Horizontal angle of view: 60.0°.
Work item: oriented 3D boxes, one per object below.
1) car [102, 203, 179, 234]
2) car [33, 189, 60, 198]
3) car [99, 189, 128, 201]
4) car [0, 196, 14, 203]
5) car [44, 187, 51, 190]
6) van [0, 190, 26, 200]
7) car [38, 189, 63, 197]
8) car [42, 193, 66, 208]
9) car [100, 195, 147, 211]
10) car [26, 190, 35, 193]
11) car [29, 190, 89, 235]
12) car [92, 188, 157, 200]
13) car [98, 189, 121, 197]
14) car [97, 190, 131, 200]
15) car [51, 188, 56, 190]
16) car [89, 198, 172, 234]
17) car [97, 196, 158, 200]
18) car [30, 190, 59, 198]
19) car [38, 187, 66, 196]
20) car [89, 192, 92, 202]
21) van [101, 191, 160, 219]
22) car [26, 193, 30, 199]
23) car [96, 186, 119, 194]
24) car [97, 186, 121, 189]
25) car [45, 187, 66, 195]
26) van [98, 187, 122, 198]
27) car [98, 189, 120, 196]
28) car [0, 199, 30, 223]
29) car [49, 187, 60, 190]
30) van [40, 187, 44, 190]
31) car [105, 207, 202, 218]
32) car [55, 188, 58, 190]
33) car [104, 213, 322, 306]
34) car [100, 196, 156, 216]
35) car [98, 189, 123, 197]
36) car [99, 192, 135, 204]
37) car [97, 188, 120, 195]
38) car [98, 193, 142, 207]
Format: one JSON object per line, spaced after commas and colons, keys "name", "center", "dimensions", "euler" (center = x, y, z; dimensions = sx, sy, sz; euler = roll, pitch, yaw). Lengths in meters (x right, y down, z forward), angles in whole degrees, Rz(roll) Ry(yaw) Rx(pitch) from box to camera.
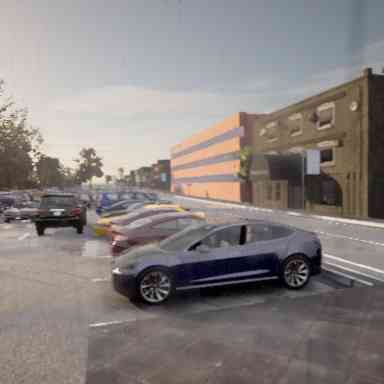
{"name": "car", "center": [-0.953, 1.332, 13.003], "dimensions": [4.674, 1.452, 2.002], "euler": [-1, 1, -16]}
{"name": "car", "center": [-30.170, 0.305, 69.218], "dimensions": [4.892, 1.521, 2.231], "euler": [-1, 2, -16]}
{"name": "car", "center": [-12.687, 0.443, 53.743], "dimensions": [4.553, 1.767, 2.185], "euler": [-1, 2, -16]}
{"name": "car", "center": [-18.443, 1.372, 28.393], "dimensions": [5.008, 1.535, 2.097], "euler": [-1, 1, -16]}
{"name": "car", "center": [-25.492, 0.622, 52.808], "dimensions": [4.553, 1.767, 2.185], "euler": [-1, 2, -16]}
{"name": "van", "center": [-19.930, 1.028, 33.973], "dimensions": [4.442, 1.987, 1.878], "euler": [-1, 2, -16]}
{"name": "car", "center": [-31.743, 0.157, 74.639], "dimensions": [4.892, 1.521, 2.231], "euler": [-1, 2, -16]}
{"name": "car", "center": [-16.956, 0.966, 40.974], "dimensions": [2.128, 1.511, 4.902], "euler": [-1, 2, -16]}
{"name": "car", "center": [-7.193, 1.116, 34.743], "dimensions": [4.674, 1.452, 2.002], "euler": [-1, 2, -16]}
{"name": "car", "center": [-21.536, 0.986, 39.260], "dimensions": [4.553, 1.767, 2.185], "euler": [-1, 2, -16]}
{"name": "car", "center": [-6.995, 1.066, 18.138], "dimensions": [2.150, 2.045, 5.566], "euler": [-1, 1, -15]}
{"name": "car", "center": [-4.046, 0.946, 23.872], "dimensions": [5.566, 2.045, 2.435], "euler": [-1, 1, -16]}
{"name": "car", "center": [-17.339, 0.169, 70.045], "dimensions": [4.674, 1.452, 2.002], "euler": [-1, 2, -16]}
{"name": "car", "center": [-13.257, 0.488, 56.521], "dimensions": [5.366, 1.575, 1.946], "euler": [-1, 2, -16]}
{"name": "car", "center": [-27.025, 0.600, 58.244], "dimensions": [5.008, 1.535, 2.097], "euler": [-1, 2, -16]}
{"name": "car", "center": [-1.909, 1.269, 15.668], "dimensions": [5.366, 1.575, 1.946], "euler": [-1, 1, -16]}
{"name": "car", "center": [-3.294, 1.221, 21.149], "dimensions": [5.008, 1.535, 2.097], "euler": [-1, 1, -16]}
{"name": "car", "center": [-29.389, 0.377, 66.505], "dimensions": [5.008, 1.535, 2.097], "euler": [-1, 2, -16]}
{"name": "car", "center": [-32.459, -0.169, 77.235], "dimensions": [5.566, 2.045, 2.435], "euler": [-1, 2, -16]}
{"name": "car", "center": [-12.710, 1.084, 38.323], "dimensions": [1.812, 1.442, 4.674], "euler": [-1, 1, -16]}
{"name": "van", "center": [-4.964, 0.951, 26.548], "dimensions": [4.442, 1.987, 1.878], "euler": [-1, 1, -16]}
{"name": "car", "center": [-20.851, 1.213, 36.655], "dimensions": [4.792, 1.488, 2.163], "euler": [-1, 2, -16]}
{"name": "car", "center": [-21.214, -0.499, 83.619], "dimensions": [5.566, 2.045, 2.435], "euler": [-1, 2, -16]}
{"name": "car", "center": [-11.125, 0.464, 48.310], "dimensions": [5.566, 2.045, 2.435], "euler": [-1, 2, -16]}
{"name": "car", "center": [-34.020, -0.210, 82.801], "dimensions": [4.553, 1.767, 2.185], "euler": [-1, 1, -16]}
{"name": "van", "center": [-15.891, 0.052, 64.576], "dimensions": [4.442, 1.987, 1.878], "euler": [-1, 2, -16]}
{"name": "car", "center": [-18.114, 0.095, 72.761], "dimensions": [4.674, 1.452, 2.002], "euler": [-1, 2, -16]}
{"name": "car", "center": [-12.361, 1.446, 24.640], "dimensions": [1.895, 1.301, 4.718], "euler": [-1, 1, -16]}
{"name": "car", "center": [-28.610, 0.451, 63.792], "dimensions": [5.008, 1.535, 2.097], "euler": [-1, 2, -16]}
{"name": "van", "center": [-24.051, 0.666, 47.477], "dimensions": [4.442, 1.987, 1.878], "euler": [-1, 2, -16]}
{"name": "car", "center": [-0.173, 1.355, 10.287], "dimensions": [4.674, 1.452, 2.002], "euler": [-1, 1, -16]}
{"name": "car", "center": [-27.862, 0.554, 61.071], "dimensions": [4.792, 1.488, 2.163], "euler": [-1, 2, -16]}
{"name": "car", "center": [0.581, 1.369, 7.563], "dimensions": [4.792, 1.488, 2.163], "euler": [-1, 1, -16]}
{"name": "car", "center": [-5.630, 1.191, 29.298], "dimensions": [4.674, 1.452, 2.002], "euler": [-1, 1, -16]}
{"name": "car", "center": [-16.528, 0.231, 67.338], "dimensions": [4.792, 1.488, 2.163], "euler": [-1, 2, -16]}
{"name": "car", "center": [-10.317, 0.828, 45.611], "dimensions": [4.674, 1.452, 2.002], "euler": [-1, 2, -16]}
{"name": "car", "center": [-19.672, -0.094, 78.190], "dimensions": [5.008, 1.535, 2.097], "euler": [-1, 2, -16]}
{"name": "car", "center": [-8.749, 0.934, 40.182], "dimensions": [5.008, 1.535, 2.097], "euler": [-1, 2, -16]}
